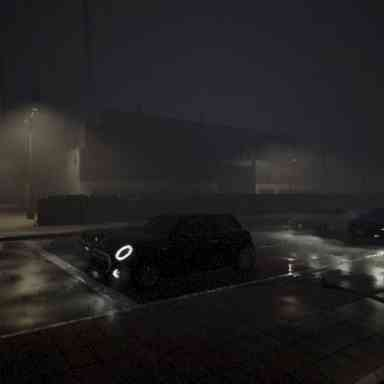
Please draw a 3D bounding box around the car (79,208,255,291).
[{"bbox_3d":[-0.436,1.351,9.151,4.553,1.767,2.097,0,0,-35],"label":"car"}]

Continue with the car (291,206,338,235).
[{"bbox_3d":[7.684,1.526,19.007,4.674,1.442,1.812,0,0,-34],"label":"car"}]

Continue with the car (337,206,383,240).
[{"bbox_3d":[9.410,1.478,15.944,5.008,1.535,1.882,0,0,-34],"label":"car"}]
